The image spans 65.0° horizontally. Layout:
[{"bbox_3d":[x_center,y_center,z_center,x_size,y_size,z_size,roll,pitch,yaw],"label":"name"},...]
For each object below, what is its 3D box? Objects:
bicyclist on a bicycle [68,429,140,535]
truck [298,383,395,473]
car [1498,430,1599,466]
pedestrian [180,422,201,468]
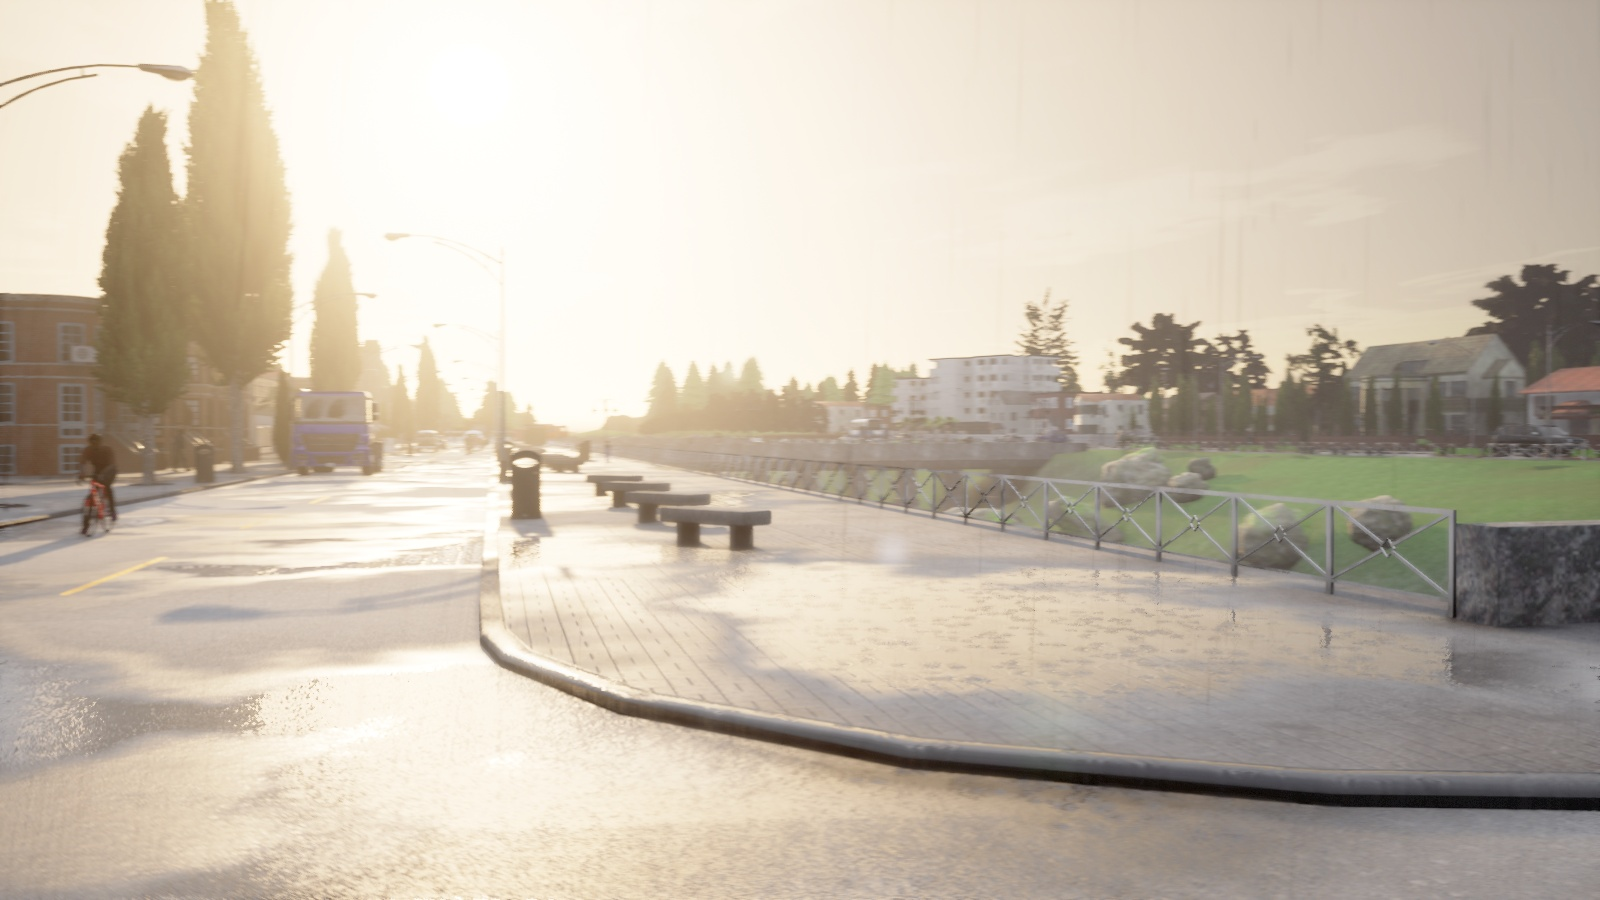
[{"bbox_3d":[-11.146,0.477,20.167,0.582,1.620,1.656,0,1,-13],"label":"bicyclist on a bicycle"},{"bbox_3d":[-18.702,-0.895,52.266,2.891,3.462,7.936,0,1,-13],"label":"truck"},{"bbox_3d":[43.801,-0.158,73.301,2.150,2.045,5.566,0,1,-13],"label":"car"},{"bbox_3d":[-24.668,-0.213,50.807,0.726,1.835,0.370,1,1,20],"label":"pedestrian"}]
